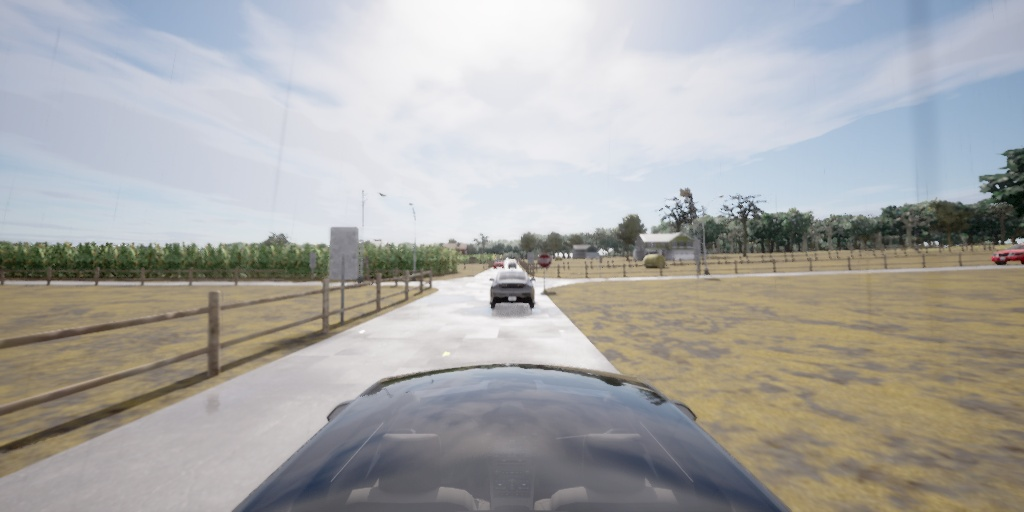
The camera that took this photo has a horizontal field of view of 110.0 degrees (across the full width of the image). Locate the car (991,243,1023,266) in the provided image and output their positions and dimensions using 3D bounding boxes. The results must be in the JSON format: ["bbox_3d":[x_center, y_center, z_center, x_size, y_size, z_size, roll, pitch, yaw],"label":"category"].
[{"bbox_3d":[48.894,-0.222,33.730,5.566,2.045,2.150,-2,-2,0],"label":"car"}]

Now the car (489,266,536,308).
[{"bbox_3d":[0.020,1.406,16.176,1.837,1.490,4.892,0,0,0],"label":"car"}]
